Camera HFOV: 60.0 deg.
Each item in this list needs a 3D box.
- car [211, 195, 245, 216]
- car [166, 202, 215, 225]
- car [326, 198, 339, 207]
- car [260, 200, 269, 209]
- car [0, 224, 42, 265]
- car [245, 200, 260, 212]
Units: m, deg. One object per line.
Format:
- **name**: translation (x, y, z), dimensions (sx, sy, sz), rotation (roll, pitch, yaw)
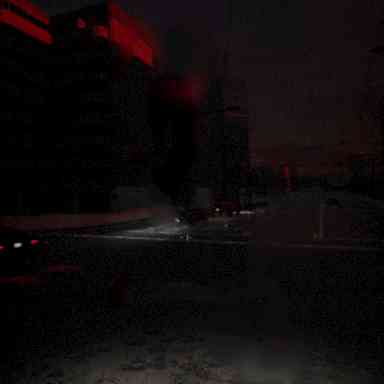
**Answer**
- **car**: translation (3.358, 1.315, 33.417), dimensions (2.150, 2.045, 5.566), rotation (-1, -1, 21)
- **car**: translation (-0.170, 1.630, 24.381), dimensions (1.895, 1.301, 4.718), rotation (-1, -1, 22)
- **car**: translation (23.960, 1.782, 56.703), dimensions (1.994, 1.385, 4.181), rotation (-1, 0, 21)
- **car**: translation (10.640, 1.946, 51.827), dimensions (1.895, 1.301, 4.718), rotation (-1, -1, 22)
- **car**: translation (-7.466, 1.663, 10.836), dimensions (5.357, 1.411, 2.033), rotation (-1, 0, 23)
- **car**: translation (7.016, 1.782, 42.622), dimensions (1.994, 1.385, 4.181), rotation (-1, -1, 22)
